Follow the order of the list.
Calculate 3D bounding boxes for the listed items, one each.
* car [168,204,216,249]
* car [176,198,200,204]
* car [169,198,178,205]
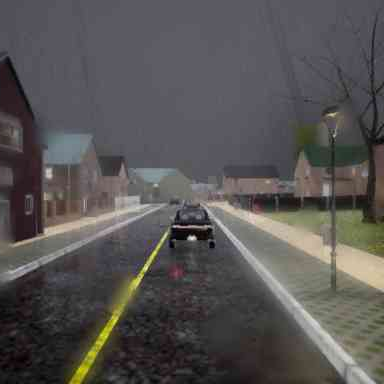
[{"bbox_3d":[0.000,1.503,14.652,2.128,1.511,4.902,0,0,0],"label":"car"},{"bbox_3d":[0.000,1.524,29.653,2.128,1.511,4.902,0,0,0],"label":"car"},{"bbox_3d":[-2.750,1.691,56.003,1.994,1.385,4.181,0,0,0],"label":"car"}]
